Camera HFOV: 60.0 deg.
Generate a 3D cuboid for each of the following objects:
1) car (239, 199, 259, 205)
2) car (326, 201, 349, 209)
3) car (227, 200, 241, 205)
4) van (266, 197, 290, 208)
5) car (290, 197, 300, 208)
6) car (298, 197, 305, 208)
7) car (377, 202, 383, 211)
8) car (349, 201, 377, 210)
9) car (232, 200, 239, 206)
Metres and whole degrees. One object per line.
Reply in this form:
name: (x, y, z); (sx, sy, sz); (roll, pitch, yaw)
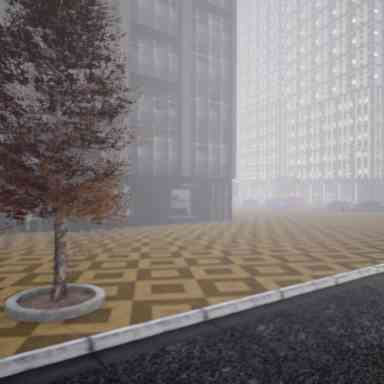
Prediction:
car: (13.187, 2.256, 74.707); (1.837, 1.490, 4.892); (0, -1, -24)
car: (24.418, 2.113, 55.637); (1.947, 1.339, 4.313); (-1, -1, -24)
car: (10.938, 2.730, 86.573); (1.802, 1.307, 4.206); (-1, -1, -24)
van: (14.485, 1.953, 57.449); (1.690, 1.788, 3.998); (-1, -1, -24)
car: (16.382, 2.138, 59.741); (2.128, 1.511, 4.902); (0, -1, -23)
car: (18.593, 1.902, 62.309); (2.150, 2.045, 5.566); (0, -1, -23)
car: (23.477, 1.777, 36.821); (2.008, 1.369, 4.403); (-1, -1, -24)
car: (26.665, 2.017, 50.481); (1.947, 1.339, 4.313); (-1, -1, -24)
car: (7.748, 2.462, 72.914); (2.008, 1.369, 4.403); (-1, -1, -24)
